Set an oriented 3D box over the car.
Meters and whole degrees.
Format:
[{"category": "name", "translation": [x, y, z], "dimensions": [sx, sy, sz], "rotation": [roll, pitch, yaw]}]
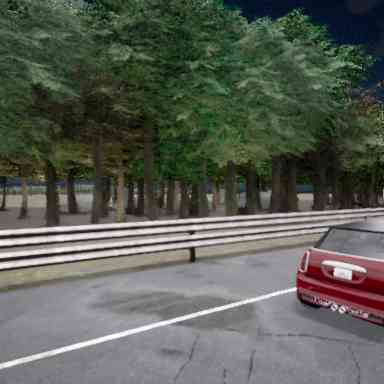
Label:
[{"category": "car", "translation": [4.188, 1.329, 6.580], "dimensions": [4.553, 1.767, 2.097], "rotation": [0, 0, -35]}]
